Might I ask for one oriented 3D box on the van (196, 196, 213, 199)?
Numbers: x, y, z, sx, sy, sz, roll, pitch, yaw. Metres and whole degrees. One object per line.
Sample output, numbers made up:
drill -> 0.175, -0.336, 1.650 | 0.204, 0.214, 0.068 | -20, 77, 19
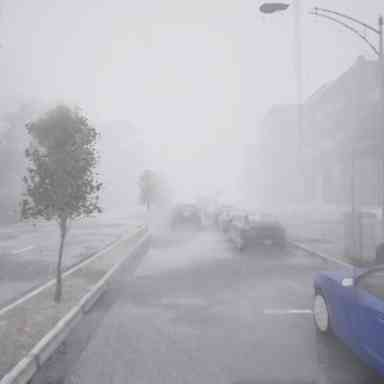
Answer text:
van -> 1.849, 1.683, 53.718 | 1.878, 1.987, 4.442 | 0, 0, -1

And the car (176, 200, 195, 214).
car -> -0.818, 1.847, 41.618 | 2.128, 1.511, 4.902 | 0, 0, -1

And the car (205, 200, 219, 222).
car -> 2.373, 1.802, 31.418 | 2.002, 1.452, 4.674 | 0, 0, -1

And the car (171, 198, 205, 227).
car -> -0.422, 1.581, 24.661 | 2.097, 1.767, 4.553 | 0, 0, -1

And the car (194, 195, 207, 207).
car -> 1.590, 1.712, 64.720 | 2.435, 2.045, 5.566 | 0, 0, -1

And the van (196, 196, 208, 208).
van -> 1.719, 1.712, 59.264 | 1.878, 1.987, 4.442 | 0, 0, -1

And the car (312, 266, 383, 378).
car -> 3.020, 1.518, 3.791 | 2.097, 1.535, 5.008 | 0, -1, -1

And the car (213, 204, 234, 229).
car -> 2.633, 1.712, 20.329 | 2.002, 1.452, 4.674 | 0, -1, -1

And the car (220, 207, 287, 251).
car -> 2.763, 1.623, 14.780 | 2.231, 1.521, 4.892 | 0, -1, -1
